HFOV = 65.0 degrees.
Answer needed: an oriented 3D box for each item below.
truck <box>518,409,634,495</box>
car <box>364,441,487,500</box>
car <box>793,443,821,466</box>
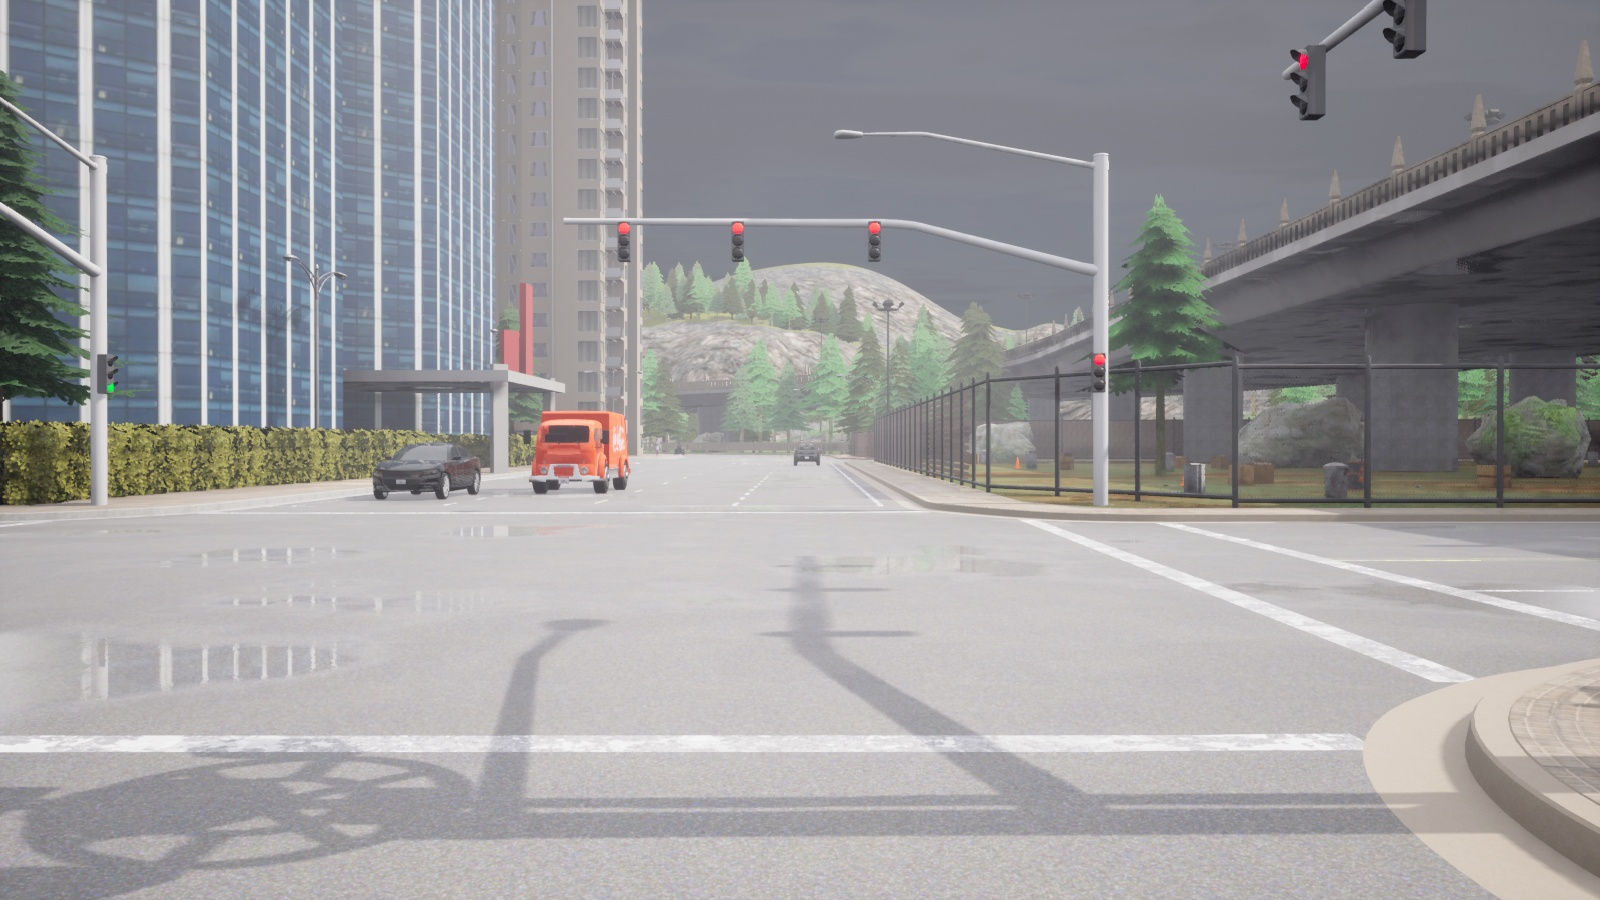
[{"bbox_3d":[-6.780,0.036,38.678,2.627,2.467,5.204,0,0,0],"label":"truck"},{"bbox_3d":[-10.300,0.519,34.939,1.882,1.535,5.008,0,0,0],"label":"car"},{"bbox_3d":[0.463,0.284,84.479,1.816,1.474,4.193,0,0,0],"label":"car"}]
